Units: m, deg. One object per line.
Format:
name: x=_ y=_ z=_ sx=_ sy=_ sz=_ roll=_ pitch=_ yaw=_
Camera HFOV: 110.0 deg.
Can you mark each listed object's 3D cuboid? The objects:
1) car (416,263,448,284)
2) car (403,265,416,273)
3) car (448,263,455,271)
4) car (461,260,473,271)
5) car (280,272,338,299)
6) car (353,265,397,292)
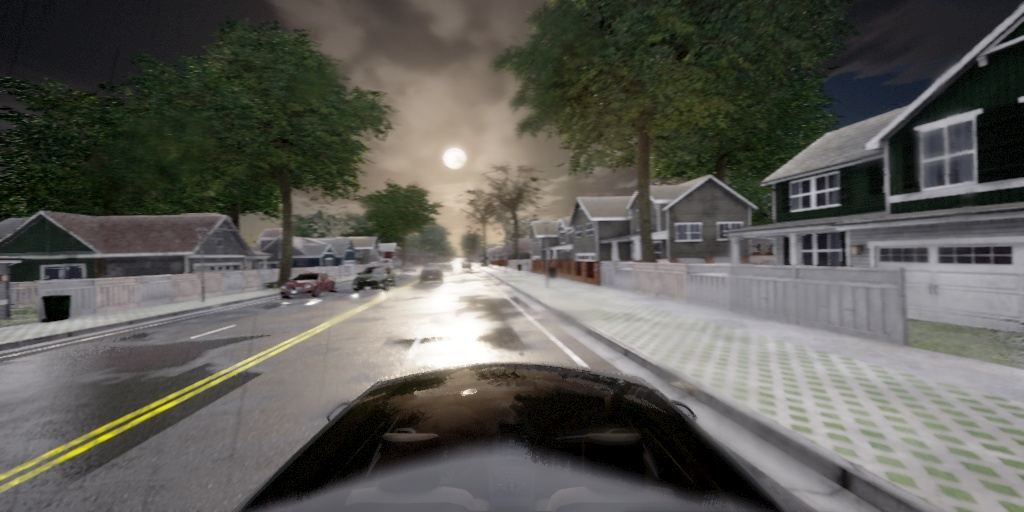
car: x=-6.874 y=1.552 z=31.242 sx=1.882 sy=1.535 sz=5.008 roll=-2 pitch=0 yaw=-8
car: x=-17.772 y=2.181 z=62.745 sx=1.895 sy=1.301 sz=4.718 roll=-2 pitch=0 yaw=-7
car: x=-11.074 y=1.925 z=62.514 sx=1.994 sy=1.385 sz=4.181 roll=-2 pitch=0 yaw=-8
car: x=-7.851 y=1.749 z=62.912 sx=2.128 sy=1.511 sz=4.902 roll=-2 pitch=0 yaw=-8
car: x=-12.413 y=1.744 z=22.206 sx=1.812 sy=1.442 sz=4.674 roll=-2 pitch=0 yaw=-8
car: x=-9.534 y=1.488 z=25.146 sx=2.097 sy=1.767 sz=4.553 roll=-2 pitch=0 yaw=-8
